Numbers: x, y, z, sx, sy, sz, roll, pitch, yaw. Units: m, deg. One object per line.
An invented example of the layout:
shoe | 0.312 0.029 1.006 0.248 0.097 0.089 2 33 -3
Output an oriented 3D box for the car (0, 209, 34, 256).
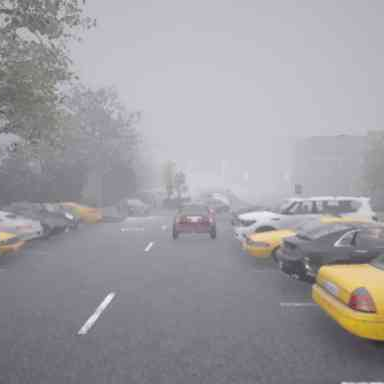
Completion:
car | -8.346 1.459 10.751 5.366 1.575 1.946 0 0 0

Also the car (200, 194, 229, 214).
car | 1.862 1.321 30.039 1.994 1.385 4.181 3 5 29

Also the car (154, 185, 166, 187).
car | -8.525 -0.192 82.133 5.366 1.575 1.946 0 2 0

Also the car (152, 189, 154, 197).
car | -8.763 0.635 51.471 4.674 1.452 2.002 0 1 0

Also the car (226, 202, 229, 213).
car | 4.584 1.479 19.051 4.792 1.488 2.163 0 0 0

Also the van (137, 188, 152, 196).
van | -8.639 0.395 48.795 4.442 1.987 1.878 1 1 0

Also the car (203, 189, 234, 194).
car | 4.344 0.648 48.859 4.792 1.488 2.163 0 1 0

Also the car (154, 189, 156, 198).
car | -8.759 0.610 54.256 4.674 1.452 2.002 0 1 0

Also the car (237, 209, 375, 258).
car | 4.363 1.459 10.723 5.366 1.575 1.946 0 0 0

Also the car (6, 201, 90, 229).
car | -8.557 1.324 18.937 4.553 1.767 2.185 0 0 0

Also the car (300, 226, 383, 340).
car | 4.729 1.467 5.170 5.366 1.575 1.946 0 0 0

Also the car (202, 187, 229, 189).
car | 4.293 0.443 54.428 4.553 1.767 2.185 0 1 0

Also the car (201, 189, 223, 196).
car | 4.385 0.160 73.936 4.792 1.488 2.163 0 2 0

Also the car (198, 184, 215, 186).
car | 4.338 -0.321 82.279 4.553 1.767 2.185 0 3 0

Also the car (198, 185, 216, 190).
car | 4.304 0.243 59.997 5.566 2.045 2.435 0 1 0

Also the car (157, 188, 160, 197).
car | -8.932 0.491 59.960 5.366 1.575 1.946 0 1 0

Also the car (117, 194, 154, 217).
car | -5.440 1.285 30.219 1.812 1.442 4.674 -3 4 -30

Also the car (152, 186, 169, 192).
car | -8.724 -0.868 93.273 4.553 1.767 2.185 0 3 0

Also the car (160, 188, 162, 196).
car | -8.928 0.440 62.755 5.366 1.575 1.946 0 1 0

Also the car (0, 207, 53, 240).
car | -8.527 1.498 13.522 4.674 1.452 2.002 0 0 0

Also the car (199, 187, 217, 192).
car | 4.417 -0.721 93.425 4.792 1.488 2.163 0 3 0

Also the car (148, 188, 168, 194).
car | -8.712 -0.316 84.920 5.008 1.535 2.097 0 3 0

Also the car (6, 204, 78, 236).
car | -8.498 1.483 16.292 4.792 1.488 2.163 0 0 0

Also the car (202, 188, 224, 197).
car | 4.382 0.097 71.145 4.553 1.767 2.185 0 2 0

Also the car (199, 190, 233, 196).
car | 2.486 0.854 38.952 1.812 1.442 4.674 -2 3 -26

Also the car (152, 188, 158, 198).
car | -8.780 0.566 57.168 4.792 1.488 2.163 0 1 0

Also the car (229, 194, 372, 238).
car | 4.522 1.207 13.498 5.566 2.045 2.435 0 0 0

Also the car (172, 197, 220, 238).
car | 0.116 1.324 17.576 2.097 1.767 4.553 0 0 0

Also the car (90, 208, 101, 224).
car | -8.518 1.445 21.709 5.008 1.535 2.097 0 0 0

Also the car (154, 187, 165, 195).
car | -8.728 0.310 68.200 5.008 1.535 2.097 0 2 0

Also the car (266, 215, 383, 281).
car | 4.539 1.467 7.946 4.892 1.521 2.231 0 0 0

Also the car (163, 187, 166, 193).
car | -8.724 0.228 70.989 5.008 1.535 2.097 0 2 0
